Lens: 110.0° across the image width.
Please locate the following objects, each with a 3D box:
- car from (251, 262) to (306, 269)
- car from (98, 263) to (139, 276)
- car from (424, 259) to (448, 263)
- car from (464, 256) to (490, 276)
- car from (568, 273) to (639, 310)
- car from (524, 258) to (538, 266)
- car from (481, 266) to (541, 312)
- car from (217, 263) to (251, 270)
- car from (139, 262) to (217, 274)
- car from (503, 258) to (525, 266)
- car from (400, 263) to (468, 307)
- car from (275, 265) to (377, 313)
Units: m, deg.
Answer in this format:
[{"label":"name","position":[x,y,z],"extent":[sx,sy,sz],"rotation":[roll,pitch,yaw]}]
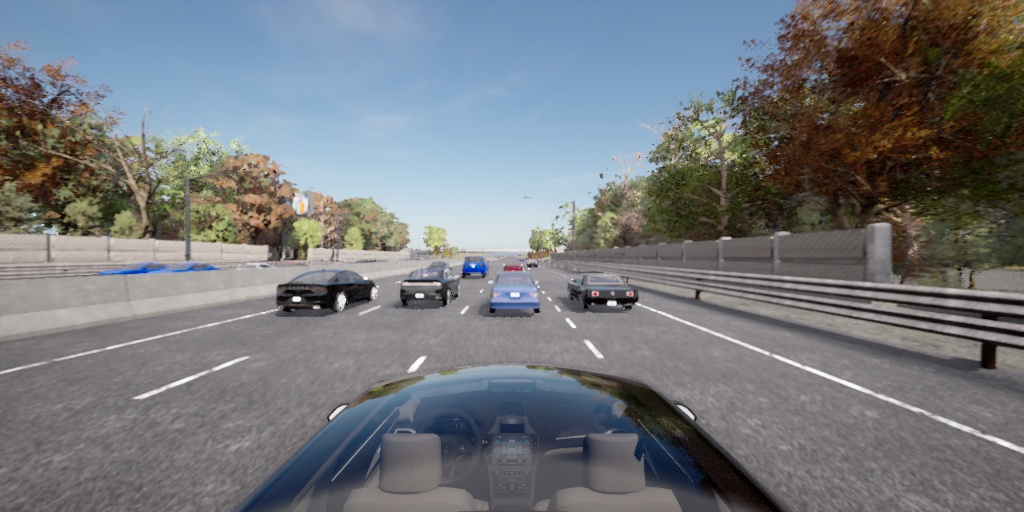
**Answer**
[{"label":"car","position":[-17.597,1.247,28.241],"extent":[1.882,1.535,5.008],"rotation":[0,0,0]},{"label":"car","position":[-28.096,1.245,27.190],"extent":[1.882,1.535,5.008],"rotation":[0,0,0]},{"label":"car","position":[-6.900,1.280,34.864],"extent":[1.837,1.490,4.892],"rotation":[0,0,0]},{"label":"car","position":[-3.403,0.996,34.091],"extent":[2.150,2.045,5.566],"rotation":[0,0,0]},{"label":"car","position":[3.496,1.356,14.725],"extent":[1.895,1.301,4.718],"rotation":[0,0,0]},{"label":"car","position":[3.498,1.406,63.376],"extent":[1.895,1.301,4.718],"rotation":[0,0,0]},{"label":"car","position":[0.098,1.306,14.126],"extent":[2.033,1.411,5.357],"rotation":[0,0,0]},{"label":"car","position":[-21.087,1.296,29.250],"extent":[1.812,1.442,4.674],"rotation":[0,0,0]},{"label":"car","position":[-24.598,1.246,27.193],"extent":[1.882,1.535,5.008],"rotation":[0,0,0]},{"label":"car","position":[0.098,1.255,36.422],"extent":[1.882,1.535,5.008],"rotation":[0,0,0]},{"label":"car","position":[-3.401,1.251,15.614],"extent":[2.128,1.511,4.902],"rotation":[0,0,0]},{"label":"car","position":[-6.898,1.235,13.963],"extent":[1.882,1.535,5.008],"rotation":[0,0,0]}]
